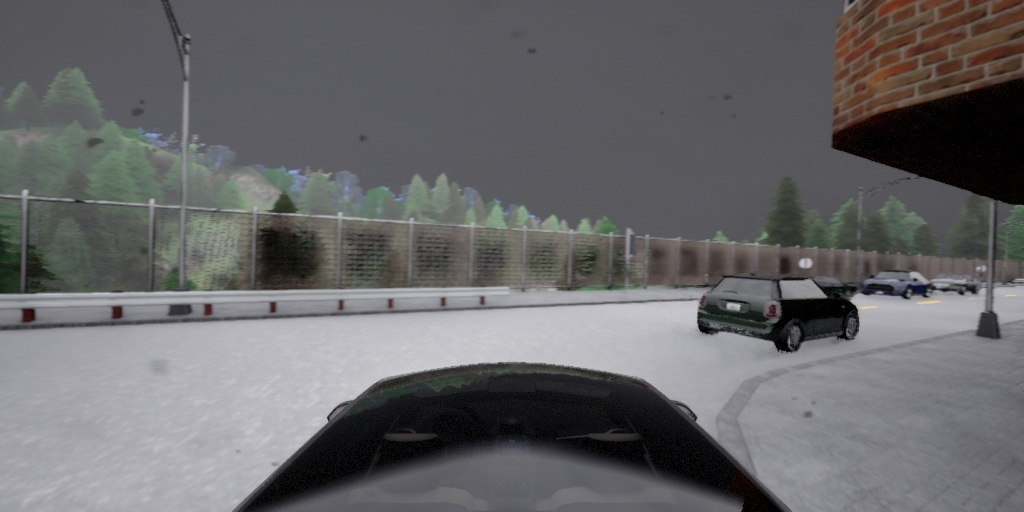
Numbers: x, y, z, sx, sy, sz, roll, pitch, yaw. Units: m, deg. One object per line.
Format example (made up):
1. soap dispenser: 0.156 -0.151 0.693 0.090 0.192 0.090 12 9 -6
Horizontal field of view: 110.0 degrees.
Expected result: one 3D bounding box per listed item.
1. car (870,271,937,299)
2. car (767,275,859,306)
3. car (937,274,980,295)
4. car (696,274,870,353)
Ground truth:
1. car: 24.607 1.727 23.001 4.553 1.767 2.097 2 1 -26
2. car: 15.647 1.721 18.604 4.718 1.301 1.895 2 1 -26
3. car: 33.797 2.127 27.488 4.902 1.511 2.128 2 1 -26
4. car: 7.082 1.268 9.502 4.553 1.767 2.097 2 1 -29
